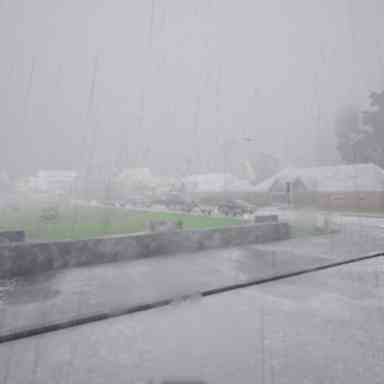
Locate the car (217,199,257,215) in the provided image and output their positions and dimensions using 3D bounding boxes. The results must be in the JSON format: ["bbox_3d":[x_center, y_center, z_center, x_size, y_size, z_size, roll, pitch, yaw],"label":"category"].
[{"bbox_3d":[4.645,1.508,34.624,1.837,1.490,4.892,0,0,-35],"label":"car"}]

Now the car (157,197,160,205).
[{"bbox_3d":[-4.985,1.482,55.267,1.882,1.535,5.008,0,0,-35],"label":"car"}]

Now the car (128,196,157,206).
[{"bbox_3d":[-7.770,1.568,52.104,1.994,1.385,4.181,0,0,-35],"label":"car"}]

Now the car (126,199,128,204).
[{"bbox_3d":[-10.912,1.483,63.498,1.882,1.535,5.008,0,0,-35],"label":"car"}]

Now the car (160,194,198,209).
[{"bbox_3d":[-1.467,1.226,43.201,2.150,2.045,5.566,0,0,-35],"label":"car"}]
